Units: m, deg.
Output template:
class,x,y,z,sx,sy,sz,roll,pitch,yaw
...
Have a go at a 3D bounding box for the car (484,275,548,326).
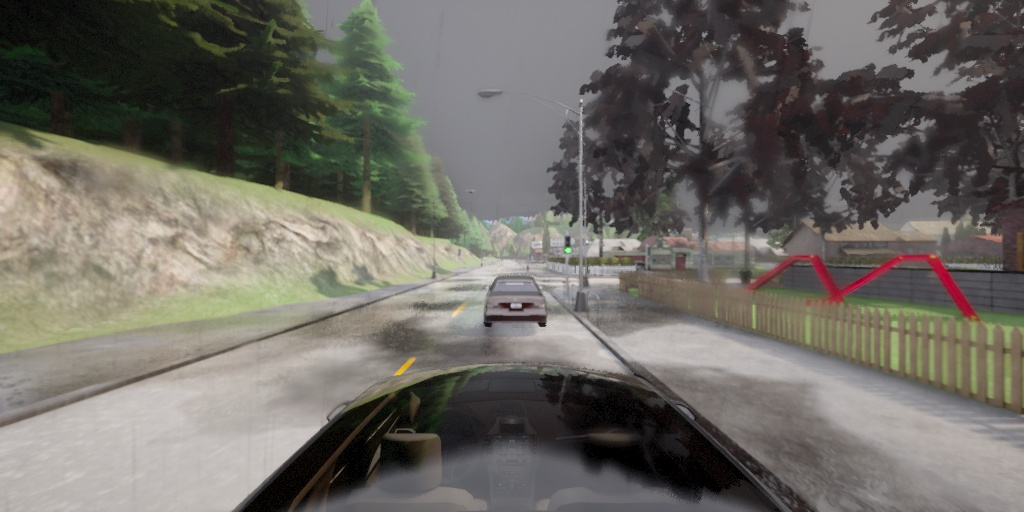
class,x,y,z,sx,sy,sz,roll,pitch,yaw
car,0.088,1.337,11.777,2.033,1.411,5.357,0,0,0
